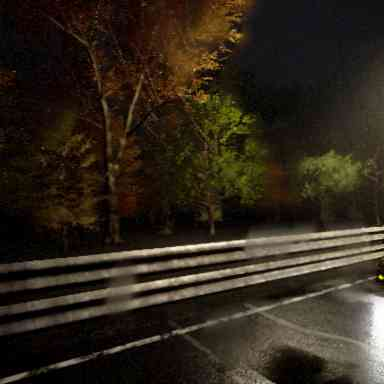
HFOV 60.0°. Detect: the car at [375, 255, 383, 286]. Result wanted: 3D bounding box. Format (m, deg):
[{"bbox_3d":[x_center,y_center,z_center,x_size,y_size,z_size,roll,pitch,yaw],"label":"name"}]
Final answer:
[{"bbox_3d":[6.398,1.685,8.256,4.181,1.385,1.994,1,-1,-36],"label":"car"}]
